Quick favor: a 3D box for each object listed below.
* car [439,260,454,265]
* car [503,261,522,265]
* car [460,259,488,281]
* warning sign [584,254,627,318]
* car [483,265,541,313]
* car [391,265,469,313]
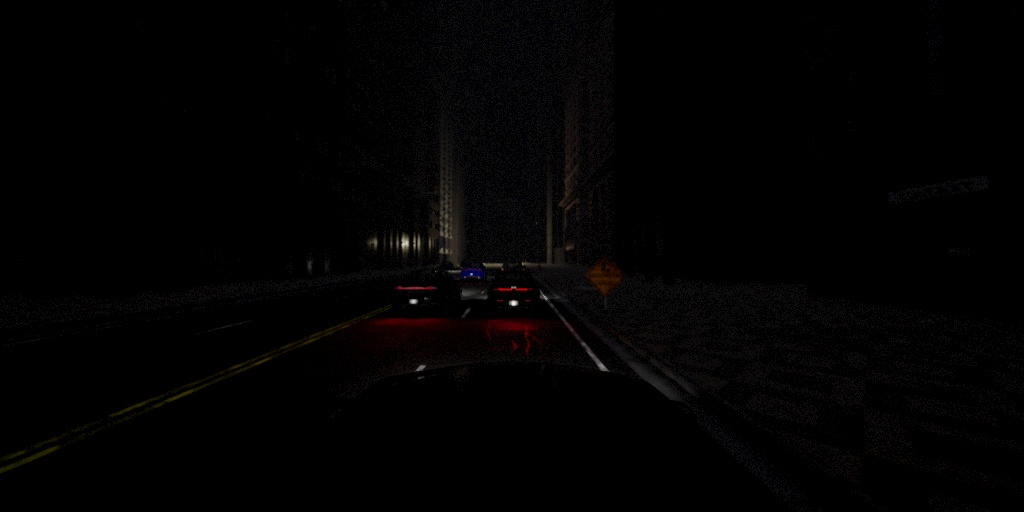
[{"bbox_3d":[-9.814,1.396,53.642,1.812,1.442,4.674,0,0,0],"label":"car"},{"bbox_3d":[0.070,1.152,28.802,2.097,1.767,4.553,0,0,0],"label":"car"},{"bbox_3d":[-3.172,1.283,30.635,1.882,1.535,5.008,0,0,0],"label":"car"},{"bbox_3d":[2.851,0.879,10.947,1.300,1.860,1.060,0,0,0],"label":"warning sign"},{"bbox_3d":[0.072,1.275,14.103,1.837,1.490,4.892,0,0,0],"label":"car"},{"bbox_3d":[-3.178,1.262,14.048,2.128,1.511,4.902,0,0,0],"label":"car"}]
